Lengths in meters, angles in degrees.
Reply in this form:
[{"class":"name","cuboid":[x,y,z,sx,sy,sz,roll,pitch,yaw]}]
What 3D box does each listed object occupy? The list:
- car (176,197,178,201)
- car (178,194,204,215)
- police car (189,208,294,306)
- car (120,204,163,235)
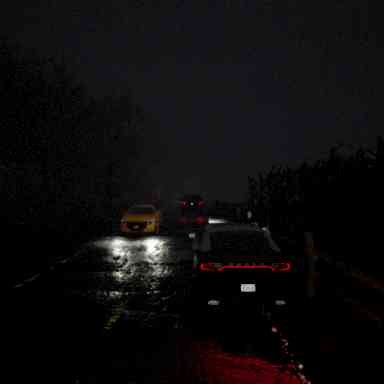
[{"class":"car","cuboid":[-2.874,1.547,83.128,2.033,1.411,5.357,0,0,0]},{"class":"car","cuboid":[0.012,1.216,33.858,2.150,2.045,5.566,0,0,0]},{"class":"police car","cuboid":[0.949,1.423,8.235,1.930,1.638,5.238,0,0,0]},{"class":"car","cuboid":[-2.779,1.473,19.065,1.882,1.535,5.008,0,0,0]}]
